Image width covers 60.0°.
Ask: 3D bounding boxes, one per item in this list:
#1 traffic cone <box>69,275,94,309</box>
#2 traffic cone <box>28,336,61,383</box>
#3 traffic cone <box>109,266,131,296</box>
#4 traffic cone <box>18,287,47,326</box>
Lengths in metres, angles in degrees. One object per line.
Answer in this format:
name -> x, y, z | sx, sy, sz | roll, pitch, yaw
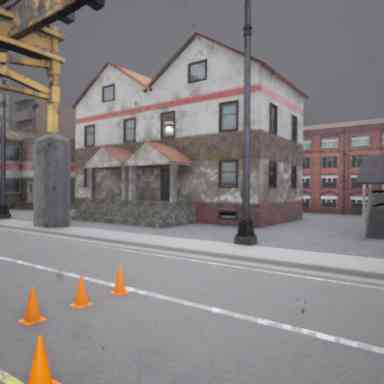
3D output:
traffic cone -> -2.193, 1.951, 6.606 | 0.340, 0.580, 0.340 | 0, 0, 36
traffic cone -> -1.741, 1.953, 3.814 | 0.340, 0.580, 0.340 | 0, 0, 36
traffic cone -> -1.609, 1.951, 7.417 | 0.340, 0.580, 0.340 | 0, 0, 36
traffic cone -> -2.778, 1.951, 5.795 | 0.340, 0.580, 0.340 | 0, 0, 36
